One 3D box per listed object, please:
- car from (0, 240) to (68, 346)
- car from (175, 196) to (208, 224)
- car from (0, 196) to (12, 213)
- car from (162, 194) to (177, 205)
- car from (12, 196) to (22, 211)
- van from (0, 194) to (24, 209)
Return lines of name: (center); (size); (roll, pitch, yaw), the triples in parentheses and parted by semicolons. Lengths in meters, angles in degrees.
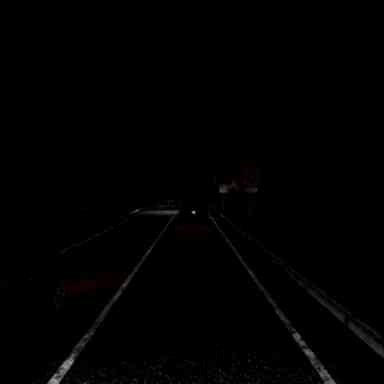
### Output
car: (-3.362, 1.521, 4.926); (1.812, 1.442, 4.674); (0, 0, 0)
car: (0.109, 1.358, 23.824); (2.033, 1.649, 4.856); (0, 1, 0)
car: (-21.918, 1.457, 34.093); (5.366, 1.575, 1.946); (0, 0, 0)
car: (-3.232, 1.119, 48.064); (2.128, 1.511, 4.902); (0, 1, 0)
car: (-22.136, 1.489, 36.870); (4.792, 1.488, 2.163); (0, 0, 0)
van: (-21.992, 1.233, 39.644); (4.442, 1.987, 1.878); (0, 0, 0)
